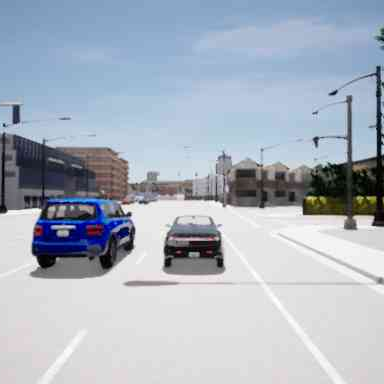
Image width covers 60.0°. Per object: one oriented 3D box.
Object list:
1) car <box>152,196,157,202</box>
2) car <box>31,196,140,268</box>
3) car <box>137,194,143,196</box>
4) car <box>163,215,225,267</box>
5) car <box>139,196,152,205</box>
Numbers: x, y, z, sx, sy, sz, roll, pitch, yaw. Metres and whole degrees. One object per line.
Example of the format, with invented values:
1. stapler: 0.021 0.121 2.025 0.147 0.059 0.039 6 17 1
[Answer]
1. car: -10.557 1.817 88.592 2.097 1.767 4.553 0 0 0
2. car: -3.440 1.266 11.597 2.150 2.045 5.566 0 -1 0
3. car: -14.056 1.682 88.530 2.150 2.045 5.566 0 0 0
4. car: 0.061 1.544 11.629 2.128 1.511 4.902 0 -1 0
5. car: -10.547 2.107 72.717 1.994 1.385 4.181 0 1 0
